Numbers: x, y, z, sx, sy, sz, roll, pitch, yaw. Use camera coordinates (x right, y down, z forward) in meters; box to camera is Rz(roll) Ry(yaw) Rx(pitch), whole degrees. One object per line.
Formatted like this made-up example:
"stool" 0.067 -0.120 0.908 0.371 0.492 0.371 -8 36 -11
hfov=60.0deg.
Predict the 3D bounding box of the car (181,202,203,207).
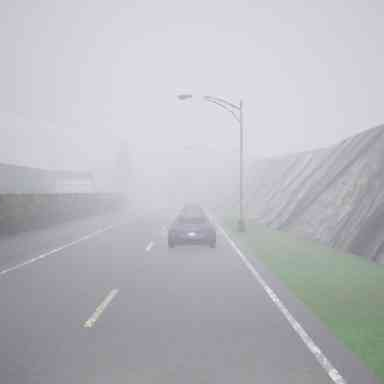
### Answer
"car" 0.000 1.572 29.629 1.994 1.385 4.181 0 0 0

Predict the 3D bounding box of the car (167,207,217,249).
"car" 0.000 1.572 14.629 1.994 1.385 4.181 0 0 0
